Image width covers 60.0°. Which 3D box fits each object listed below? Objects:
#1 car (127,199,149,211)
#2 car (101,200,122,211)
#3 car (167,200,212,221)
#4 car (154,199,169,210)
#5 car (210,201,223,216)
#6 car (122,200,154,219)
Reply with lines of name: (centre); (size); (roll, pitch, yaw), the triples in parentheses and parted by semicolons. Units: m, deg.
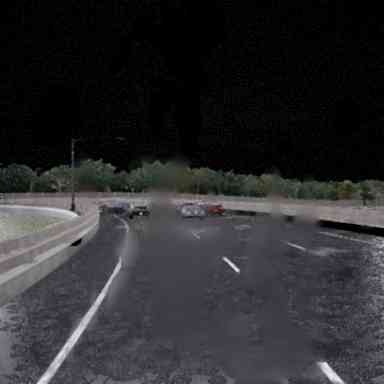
car: (-7.653, 1.815, 46.935); (1.812, 1.442, 4.674); (0, 0, -26)
car: (-11.155, 1.871, 46.141); (2.033, 1.411, 5.357); (0, 0, -28)
car: (-0.381, 1.677, 28.362); (2.033, 1.411, 5.357); (-1, 0, -16)
car: (-4.394, 1.766, 48.235); (1.837, 1.490, 4.892); (0, 0, -27)
car: (1.516, 1.611, 33.836); (1.882, 1.535, 5.008); (-1, 0, -18)
car: (-5.288, 1.704, 32.027); (1.837, 1.490, 4.892); (-1, 0, -18)
